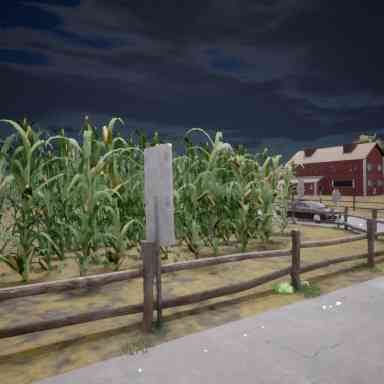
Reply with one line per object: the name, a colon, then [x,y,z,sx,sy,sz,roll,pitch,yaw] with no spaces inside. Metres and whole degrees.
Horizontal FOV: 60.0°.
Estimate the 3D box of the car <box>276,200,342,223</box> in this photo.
car: [8.382,1.342,24.215,1.837,1.490,4.892,-2,2,-34]
